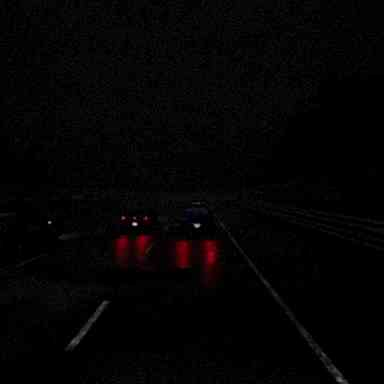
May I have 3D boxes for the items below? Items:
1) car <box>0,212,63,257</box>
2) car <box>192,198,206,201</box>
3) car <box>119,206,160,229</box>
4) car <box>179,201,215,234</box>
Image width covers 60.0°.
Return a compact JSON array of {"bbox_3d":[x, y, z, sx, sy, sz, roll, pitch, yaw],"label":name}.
[{"bbox_3d":[-6.804,1.485,12.655,2.033,1.411,5.357,0,0,1],"label":"car"},{"bbox_3d":[0.734,1.368,36.265,2.128,1.511,4.902,0,0,2],"label":"car"},{"bbox_3d":[-3.169,1.514,20.945,1.895,1.301,4.718,0,0,1],"label":"car"},{"bbox_3d":[0.290,1.448,18.523,1.812,1.442,4.674,0,0,1],"label":"car"}]
